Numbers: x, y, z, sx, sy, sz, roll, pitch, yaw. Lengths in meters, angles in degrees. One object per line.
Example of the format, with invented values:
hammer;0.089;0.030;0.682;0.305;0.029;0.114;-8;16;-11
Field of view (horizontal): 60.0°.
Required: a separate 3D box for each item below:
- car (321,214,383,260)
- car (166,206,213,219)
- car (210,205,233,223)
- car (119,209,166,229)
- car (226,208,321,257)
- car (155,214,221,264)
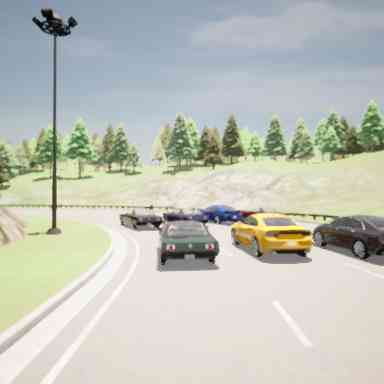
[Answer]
car;6.618;1.652;13.213;1.837;1.490;4.892;0;0;-7
car;-0.608;1.876;25.242;1.895;1.301;4.718;0;-1;-27
car;2.114;1.777;27.544;1.882;1.535;5.008;0;0;-27
car;-3.807;1.860;23.824;1.895;1.301;4.718;0;-1;-27
car;3.027;1.627;13.650;1.882;1.535;5.008;0;-1;-8
car;-0.317;1.737;12.436;1.895;1.301;4.718;0;-1;-7
